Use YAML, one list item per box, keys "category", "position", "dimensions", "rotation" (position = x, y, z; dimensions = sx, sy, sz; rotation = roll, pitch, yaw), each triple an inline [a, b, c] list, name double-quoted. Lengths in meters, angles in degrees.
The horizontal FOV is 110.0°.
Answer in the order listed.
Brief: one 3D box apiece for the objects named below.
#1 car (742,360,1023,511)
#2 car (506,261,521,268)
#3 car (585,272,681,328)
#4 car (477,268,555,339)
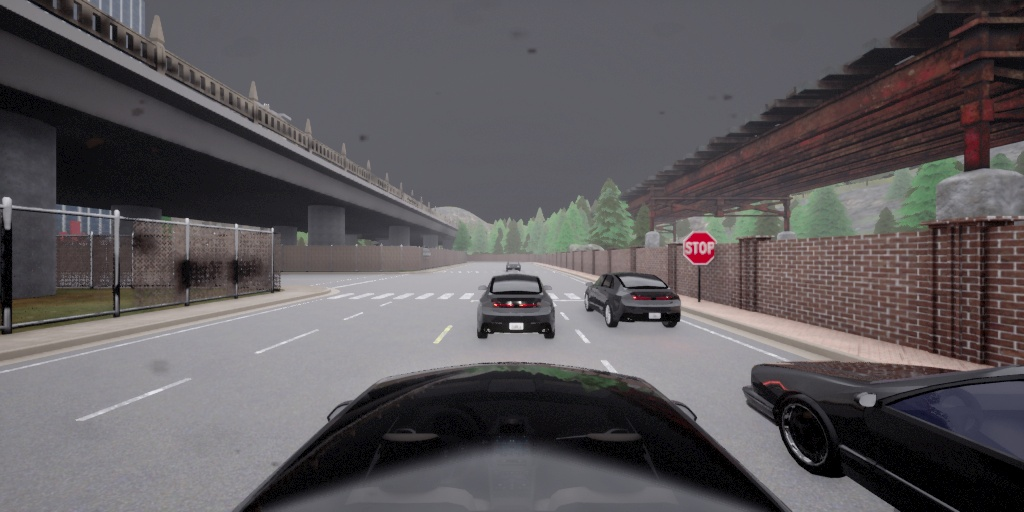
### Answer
- category: "car"
  position: [3.600, 1.297, 1.687]
  dimensions: [2.033, 1.411, 5.357]
  rotation: [0, 0, 0]
- category: "car"
  position: [0.164, 1.351, 46.352]
  dimensions: [1.895, 1.301, 4.718]
  rotation: [0, 0, -1]
- category: "car"
  position: [3.596, 1.255, 11.433]
  dimensions: [1.837, 1.490, 4.892]
  rotation: [0, 0, 0]
- category: "car"
  position: [0.095, 1.255, 10.073]
  dimensions: [1.837, 1.490, 4.892]
  rotation: [0, 0, 0]
